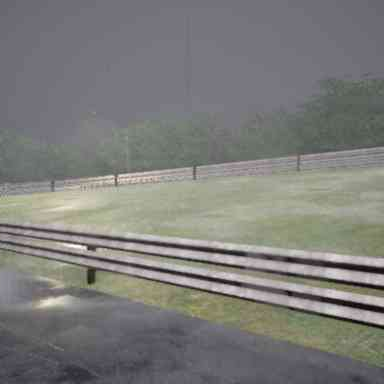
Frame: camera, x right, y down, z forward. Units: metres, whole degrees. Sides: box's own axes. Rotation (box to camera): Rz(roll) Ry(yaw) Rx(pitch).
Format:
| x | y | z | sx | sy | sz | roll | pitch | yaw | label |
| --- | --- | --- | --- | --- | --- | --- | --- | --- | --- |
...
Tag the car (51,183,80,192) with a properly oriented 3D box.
| x | y | z | sx | sy | sz | roll | pitch | yaw | label |
| --- | --- | --- | --- | --- | --- | --- | --- | --- | --- |
| -18.916 | -0.526 | 49.628 | 4.674 | 1.442 | 1.812 | -4 | -2 | 24 | car |
